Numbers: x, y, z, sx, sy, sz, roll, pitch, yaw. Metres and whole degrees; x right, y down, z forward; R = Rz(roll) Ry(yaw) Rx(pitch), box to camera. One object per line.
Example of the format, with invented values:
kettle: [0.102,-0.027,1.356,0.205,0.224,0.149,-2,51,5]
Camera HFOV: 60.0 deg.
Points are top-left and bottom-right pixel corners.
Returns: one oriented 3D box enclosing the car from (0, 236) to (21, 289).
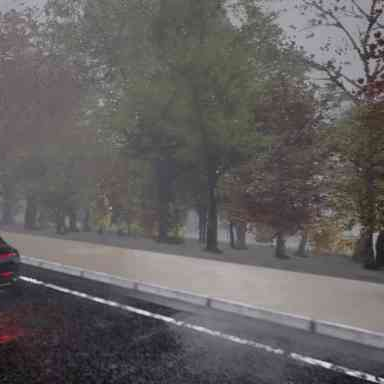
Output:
car: [-6.006,1.511,7.965,4.892,1.490,1.837,0,0,35]
